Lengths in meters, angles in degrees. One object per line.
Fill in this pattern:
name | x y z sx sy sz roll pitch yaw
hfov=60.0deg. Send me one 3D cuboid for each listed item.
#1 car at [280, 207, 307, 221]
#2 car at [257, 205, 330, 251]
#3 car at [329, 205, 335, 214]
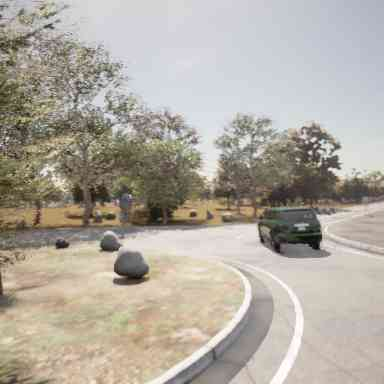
car | 12.444 2.689 40.658 1.812 1.442 4.674 -1 -1 35
car | 4.856 1.775 17.221 2.150 2.045 5.566 -3 -2 1
car | 21.558 2.847 53.415 1.812 1.442 4.674 -2 -1 36
